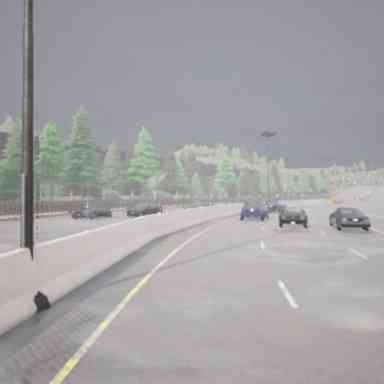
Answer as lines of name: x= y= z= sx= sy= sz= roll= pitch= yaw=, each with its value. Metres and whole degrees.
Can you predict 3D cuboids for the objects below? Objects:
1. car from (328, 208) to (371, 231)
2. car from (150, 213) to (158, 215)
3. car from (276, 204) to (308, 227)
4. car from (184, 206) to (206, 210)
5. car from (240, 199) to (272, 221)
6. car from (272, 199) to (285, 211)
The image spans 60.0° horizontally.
car: x=10.358 y=1.739 z=22.149 sx=2.033 sy=1.411 sz=5.357 roll=0 pitch=0 yaw=15
car: x=-4.677 y=1.731 z=33.088 sx=1.882 sy=1.535 sz=5.008 roll=0 pitch=-1 yaw=19
car: x=7.459 y=1.807 z=24.604 sx=1.895 sy=1.301 sz=4.718 roll=0 pitch=0 yaw=16
car: x=0.736 y=1.774 z=37.556 sx=1.882 sy=1.535 sz=5.008 roll=0 pitch=-1 yaw=23
car: x=5.830 y=1.604 z=30.686 sx=2.097 sy=1.767 sz=4.553 roll=0 pitch=0 yaw=19
car: x=10.376 y=1.694 z=41.403 sx=2.097 sy=1.767 sz=4.553 roll=0 pitch=-1 yaw=27
